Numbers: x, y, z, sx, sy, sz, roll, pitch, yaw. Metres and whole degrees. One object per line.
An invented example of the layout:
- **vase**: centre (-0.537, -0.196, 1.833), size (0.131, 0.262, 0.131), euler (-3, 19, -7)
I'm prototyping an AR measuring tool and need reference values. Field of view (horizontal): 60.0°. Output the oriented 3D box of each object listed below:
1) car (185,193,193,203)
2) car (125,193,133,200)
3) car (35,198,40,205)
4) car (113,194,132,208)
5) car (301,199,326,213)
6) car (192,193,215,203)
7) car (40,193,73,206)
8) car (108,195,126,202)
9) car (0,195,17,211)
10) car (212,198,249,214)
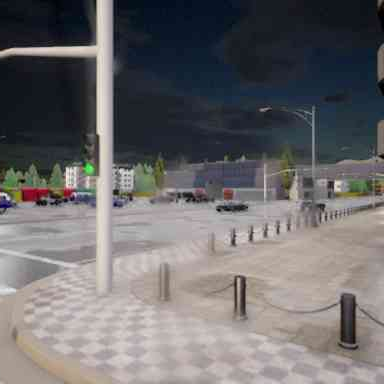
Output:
- **car**: centre (0.334, 1.227, 65.980), size (1.905, 1.878, 3.866), euler (0, 0, 36)
- **car**: centre (-15.501, 1.235, 77.570), size (1.905, 1.878, 3.866), euler (0, 0, 36)
- **car**: centre (-28.155, 1.444, 65.205), size (1.784, 1.438, 3.905), euler (0, 0, 36)
- **car**: centre (-12.188, 1.468, 53.506), size (1.970, 1.475, 3.806), euler (0, 0, 36)
- **car**: centre (13.934, 1.563, 38.056), size (1.837, 1.490, 4.892), euler (0, 0, 36)
- **car**: centre (2.635, 1.223, 64.222), size (1.932, 1.855, 4.605), euler (0, 0, 36)
- **car**: centre (-25.859, 1.232, 63.439), size (1.932, 1.855, 4.605), euler (0, 0, 36)
- **car**: centre (-17.828, 1.476, 79.293), size (1.970, 1.475, 3.806), euler (0, 0, 36)
- **car**: centre (-25.779, 1.470, 44.752), size (1.970, 1.475, 3.806), euler (0, 0, 36)
- **car**: centre (4.533, 1.663, 37.200), size (1.895, 1.301, 4.718), euler (0, 0, 36)
